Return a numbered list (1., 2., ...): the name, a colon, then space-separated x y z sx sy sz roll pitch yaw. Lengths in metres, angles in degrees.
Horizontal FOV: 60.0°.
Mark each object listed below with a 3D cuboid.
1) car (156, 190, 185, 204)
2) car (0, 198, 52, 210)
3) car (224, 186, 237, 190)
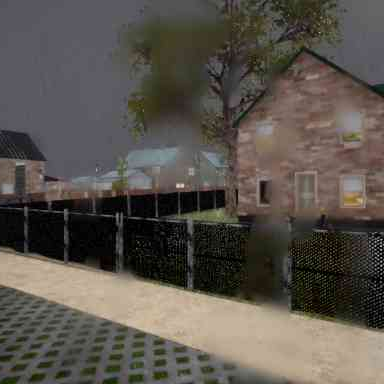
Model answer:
1. car: -1.940 0.506 35.023 2.033 1.411 5.357 -1 2 36
2. car: -11.621 1.098 21.591 2.033 1.411 5.357 -1 2 36
3. car: 5.508 0.007 45.293 2.128 1.511 4.902 -1 2 36
